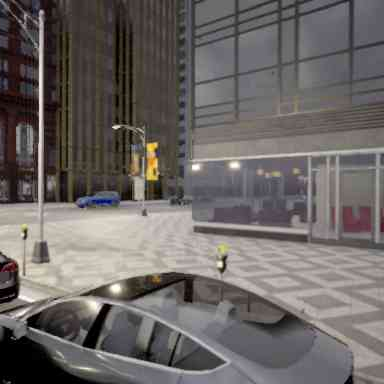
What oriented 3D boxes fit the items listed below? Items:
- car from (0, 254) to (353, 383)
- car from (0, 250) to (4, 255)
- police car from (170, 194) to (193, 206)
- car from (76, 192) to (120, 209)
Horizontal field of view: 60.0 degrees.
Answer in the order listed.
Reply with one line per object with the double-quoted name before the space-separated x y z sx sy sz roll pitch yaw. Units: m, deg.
"car" -0.619 1.559 3.519 4.313 1.339 1.947 0 0 36
"car" -5.210 1.545 6.796 4.313 1.339 1.947 0 0 36
"police car" -1.232 1.163 48.726 1.930 1.638 5.238 0 0 36
"car" -11.378 0.986 40.587 2.150 2.045 5.566 0 1 36
